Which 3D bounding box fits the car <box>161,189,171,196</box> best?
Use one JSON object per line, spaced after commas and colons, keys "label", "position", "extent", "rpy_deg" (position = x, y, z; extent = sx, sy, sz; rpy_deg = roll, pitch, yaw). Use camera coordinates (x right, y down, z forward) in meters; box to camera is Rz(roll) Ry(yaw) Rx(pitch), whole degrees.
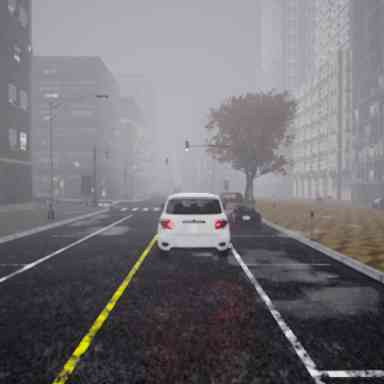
{"label": "car", "position": [-6.075, 0.083, 78.006], "extent": [1.967, 1.590, 4.097], "rpy_deg": [0, 1, 0]}

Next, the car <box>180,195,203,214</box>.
{"label": "car", "position": [-0.046, 1.003, 29.094], "extent": [1.812, 1.442, 4.674], "rpy_deg": [0, 1, 0]}

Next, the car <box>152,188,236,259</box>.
{"label": "car", "position": [0.039, 1.007, 11.864], "extent": [2.150, 2.045, 5.566], "rpy_deg": [0, 1, 0]}

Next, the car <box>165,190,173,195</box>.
{"label": "car", "position": [-6.130, 0.042, 89.072], "extent": [1.802, 1.307, 4.206], "rpy_deg": [0, 1, 0]}

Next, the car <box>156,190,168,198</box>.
{"label": "car", "position": [-6.020, 0.377, 66.945], "extent": [2.008, 1.369, 4.403], "rpy_deg": [0, 1, 0]}

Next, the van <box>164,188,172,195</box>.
{"label": "van", "position": [-6.102, -0.107, 83.537], "extent": [1.690, 1.788, 3.998], "rpy_deg": [0, 1, 0]}

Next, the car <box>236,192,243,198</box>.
{"label": "car", "position": [2.576, 0.891, 23.535], "extent": [2.192, 1.841, 5.009], "rpy_deg": [0, 1, 0]}

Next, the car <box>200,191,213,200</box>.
{"label": "car", "position": [2.415, 0.556, 55.922], "extent": [1.887, 1.381, 4.507], "rpy_deg": [0, 1, 0]}

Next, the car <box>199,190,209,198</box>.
{"label": "car", "position": [2.359, 0.347, 67.155], "extent": [1.752, 1.417, 4.829], "rpy_deg": [0, 1, 0]}

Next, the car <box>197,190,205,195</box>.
{"label": "car", "position": [2.278, 0.131, 83.581], "extent": [1.802, 1.307, 4.206], "rpy_deg": [0, 1, 0]}

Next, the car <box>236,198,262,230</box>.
{"label": "car", "position": [2.603, 1.240, 18.017], "extent": [1.947, 1.339, 4.313], "rpy_deg": [0, 1, 0]}

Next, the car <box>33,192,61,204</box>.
{"label": "car", "position": [-16.606, 0.691, 36.421], "extent": [4.403, 1.369, 2.008], "rpy_deg": [1, 0, -1]}

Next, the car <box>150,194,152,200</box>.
{"label": "car", "position": [-5.965, 0.564, 55.881], "extent": [2.008, 1.369, 4.403], "rpy_deg": [0, 1, 0]}

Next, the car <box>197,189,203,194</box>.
{"label": "car", "position": [2.222, -0.110, 94.815], "extent": [1.752, 1.417, 4.829], "rpy_deg": [0, 1, 0]}
